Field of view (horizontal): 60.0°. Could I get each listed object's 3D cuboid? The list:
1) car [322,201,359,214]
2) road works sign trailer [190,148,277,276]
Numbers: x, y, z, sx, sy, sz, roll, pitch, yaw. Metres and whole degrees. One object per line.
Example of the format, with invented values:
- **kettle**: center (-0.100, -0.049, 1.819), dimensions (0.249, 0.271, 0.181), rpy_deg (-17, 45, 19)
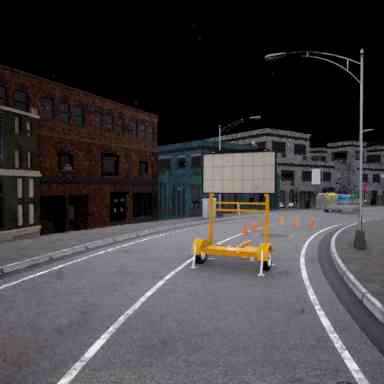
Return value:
- **car**: center (16.117, 1.640, 36.047), dimensions (4.718, 1.301, 1.895), rpy_deg (0, 1, -38)
- **road works sign trailer**: center (1.522, 0.461, 10.620), dimensions (2.380, 3.560, 2.880), rpy_deg (0, 0, 24)
